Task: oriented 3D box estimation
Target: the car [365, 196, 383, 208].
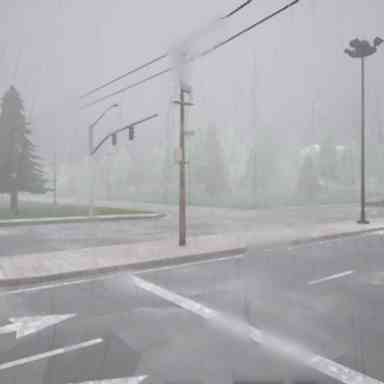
[{"bbox_3d":[26.234,1.387,46.971,5.008,1.535,1.882,0,0,-35],"label":"car"}]
